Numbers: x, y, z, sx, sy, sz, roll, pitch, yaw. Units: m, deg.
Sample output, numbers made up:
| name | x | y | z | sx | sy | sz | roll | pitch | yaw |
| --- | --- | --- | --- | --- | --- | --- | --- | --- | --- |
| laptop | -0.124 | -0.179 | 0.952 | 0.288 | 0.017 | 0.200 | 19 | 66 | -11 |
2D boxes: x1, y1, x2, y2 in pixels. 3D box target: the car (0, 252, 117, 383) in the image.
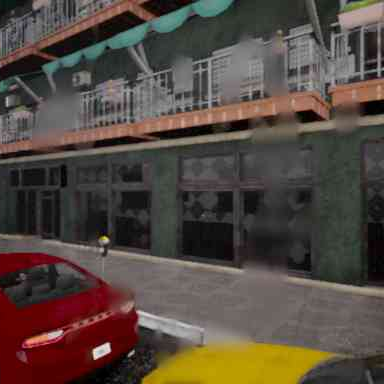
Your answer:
| name | x | y | z | sx | sy | sz | roll | pitch | yaw |
| --- | --- | --- | --- | --- | --- | --- | --- | --- | --- |
| car | -2.784 | 1.576 | 4.854 | 4.507 | 1.381 | 1.887 | 0 | 0 | 35 |

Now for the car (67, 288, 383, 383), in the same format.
| name | x | y | z | sx | sy | sz | roll | pitch | yaw |
| --- | --- | --- | --- | --- | --- | --- | --- | --- | --- |
| car | 1.584 | 1.523 | 1.740 | 4.829 | 1.417 | 1.752 | 0 | 0 | 35 |
